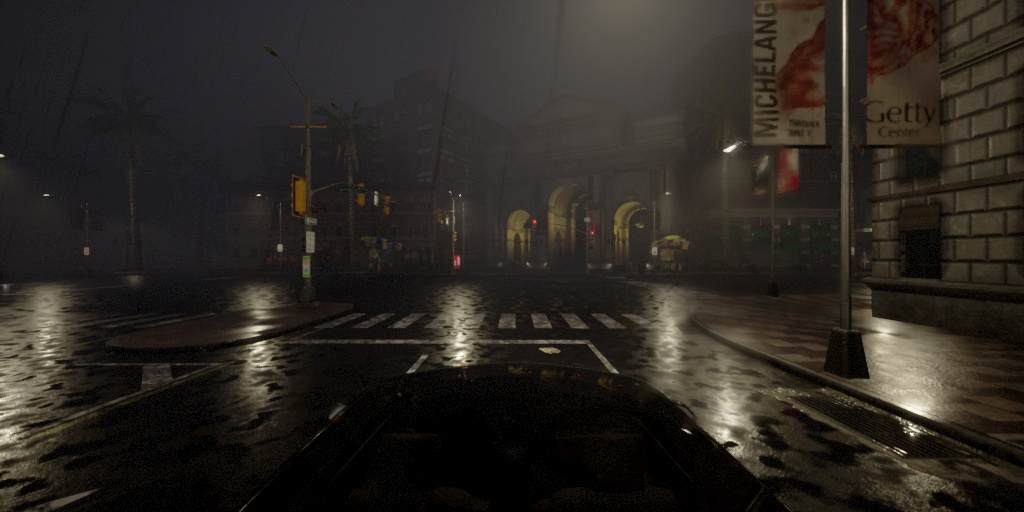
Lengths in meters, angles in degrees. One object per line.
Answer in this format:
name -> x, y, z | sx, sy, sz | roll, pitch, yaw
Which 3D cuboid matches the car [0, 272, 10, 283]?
car -> -38.891, 1.351, 25.283 | 4.718, 1.301, 1.895 | 0, 0, 0
